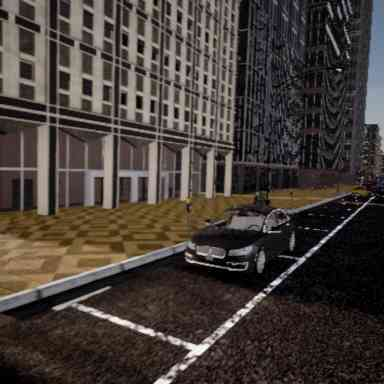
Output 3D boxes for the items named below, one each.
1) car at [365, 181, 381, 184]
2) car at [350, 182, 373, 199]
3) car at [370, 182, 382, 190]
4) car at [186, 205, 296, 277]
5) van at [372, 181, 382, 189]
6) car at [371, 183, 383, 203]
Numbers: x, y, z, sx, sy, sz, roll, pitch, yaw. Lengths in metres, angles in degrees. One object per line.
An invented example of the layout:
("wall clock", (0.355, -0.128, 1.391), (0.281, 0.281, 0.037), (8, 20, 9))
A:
("car", (27.807, -0.806, 52.061), (2.192, 1.841, 5.009), (4, 4, 31))
("car", (18.945, -0.048, 37.461), (1.752, 1.417, 4.829), (4, 4, 31))
("car", (39.490, -1.296, 71.362), (2.008, 1.369, 4.403), (4, 4, 31))
("car", (1.498, 1.049, 8.675), (2.008, 1.369, 4.403), (4, 4, 31))
("van", (42.419, -1.688, 76.172), (1.690, 1.788, 3.998), (4, 4, 31))
("car", (18.774, 0.251, 31.979), (2.128, 1.511, 4.902), (4, 4, 31))
